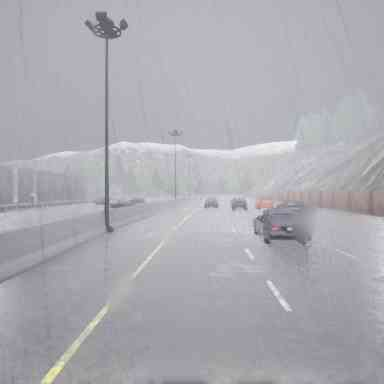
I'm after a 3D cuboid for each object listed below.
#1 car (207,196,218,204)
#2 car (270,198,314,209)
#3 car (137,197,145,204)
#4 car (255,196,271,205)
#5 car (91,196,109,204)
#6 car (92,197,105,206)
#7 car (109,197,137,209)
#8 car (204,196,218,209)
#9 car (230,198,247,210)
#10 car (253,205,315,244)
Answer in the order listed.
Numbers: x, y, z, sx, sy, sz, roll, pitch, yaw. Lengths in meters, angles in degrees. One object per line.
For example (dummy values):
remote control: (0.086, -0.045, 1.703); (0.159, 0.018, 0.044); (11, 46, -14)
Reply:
car: (3.947, 1.547, 64.207); (2.033, 1.411, 5.357); (0, 0, 4)
car: (8.395, 1.492, 28.456); (2.128, 1.511, 4.902); (0, 0, 4)
car: (-10.282, 1.601, 63.243); (1.895, 1.301, 4.718); (0, 0, 4)
car: (9.557, 1.353, 43.707); (2.097, 1.767, 4.553); (0, 0, 5)
car: (-17.314, 1.563, 62.790); (1.994, 1.385, 4.181); (0, 0, 4)
car: (-14.353, 1.547, 55.043); (2.033, 1.411, 5.357); (0, 0, 4)
car: (-8.469, 1.601, 40.292); (1.895, 1.301, 4.718); (0, 0, 4)
car: (2.738, 1.601, 46.315); (1.895, 1.301, 4.718); (0, 0, 4)
car: (5.945, 1.504, 42.418); (1.837, 1.490, 4.892); (0, 0, 4)
car: (4.105, 1.547, 15.876); (2.033, 1.411, 5.357); (0, 0, 3)
